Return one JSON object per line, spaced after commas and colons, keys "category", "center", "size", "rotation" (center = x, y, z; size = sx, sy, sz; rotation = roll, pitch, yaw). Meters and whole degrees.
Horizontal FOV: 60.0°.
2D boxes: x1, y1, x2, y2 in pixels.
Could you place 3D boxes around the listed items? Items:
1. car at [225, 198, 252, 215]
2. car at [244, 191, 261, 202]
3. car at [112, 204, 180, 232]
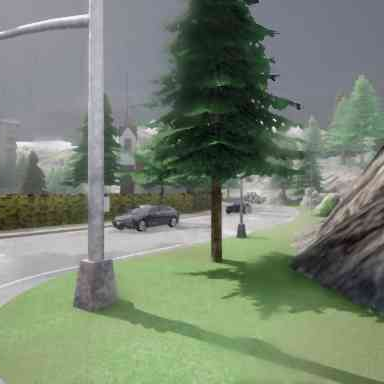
{"category": "car", "center": [4.795, 1.600, 33.759], "size": [1.895, 1.301, 4.718], "rotation": [0, 0, 21]}
{"category": "car", "center": [8.780, 0.840, 48.941], "size": [2.150, 2.045, 5.566], "rotation": [0, 0, 4]}
{"category": "car", "center": [-2.684, 1.505, 20.357], "size": [1.837, 1.490, 4.892], "rotation": [0, 0, 35]}
